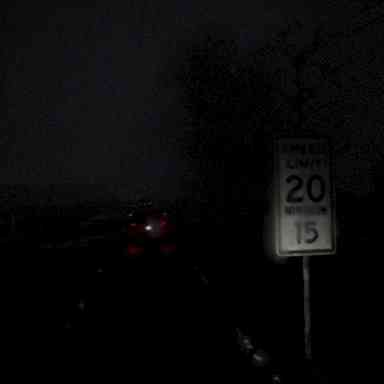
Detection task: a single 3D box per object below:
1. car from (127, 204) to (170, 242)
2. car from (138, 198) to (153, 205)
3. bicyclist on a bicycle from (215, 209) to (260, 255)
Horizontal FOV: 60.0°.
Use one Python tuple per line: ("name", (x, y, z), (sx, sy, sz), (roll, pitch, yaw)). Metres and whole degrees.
("car", (-2.176, 1.542, 16.478), (1.994, 1.385, 4.181), (-1, 0, -8))
("car", (-6.017, 1.496, 42.575), (2.033, 1.411, 5.357), (-1, 0, -8))
("bicyclist on a bicycle", (1.601, 1.405, 11.641), (1.656, 1.620, 0.582), (0, 0, -8))
